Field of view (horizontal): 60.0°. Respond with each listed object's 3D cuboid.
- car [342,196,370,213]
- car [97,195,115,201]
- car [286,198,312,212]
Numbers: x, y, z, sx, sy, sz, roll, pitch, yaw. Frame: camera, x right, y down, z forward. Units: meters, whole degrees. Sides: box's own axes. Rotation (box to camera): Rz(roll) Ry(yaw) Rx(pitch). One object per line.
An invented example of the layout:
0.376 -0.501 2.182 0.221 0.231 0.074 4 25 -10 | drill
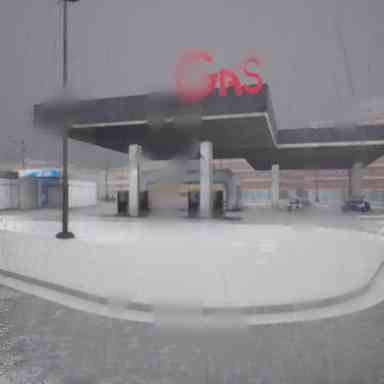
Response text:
17.291 1.287 35.017 2.242 1.667 4.611 0 0 36 | car
-20.057 1.475 77.794 4.181 1.385 1.994 0 0 -39 | car
12.161 1.441 37.713 1.970 1.475 3.806 0 0 36 | car
